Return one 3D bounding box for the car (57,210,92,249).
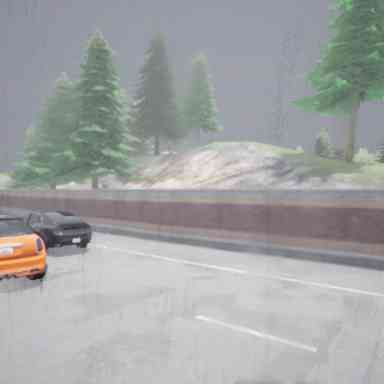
[{"bbox_3d":[-5.956,1.474,13.482,4.892,1.490,1.837,0,0,41],"label":"car"}]

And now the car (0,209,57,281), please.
[{"bbox_3d":[-5.757,1.323,8.716,4.553,1.767,2.097,0,0,40],"label":"car"}]
